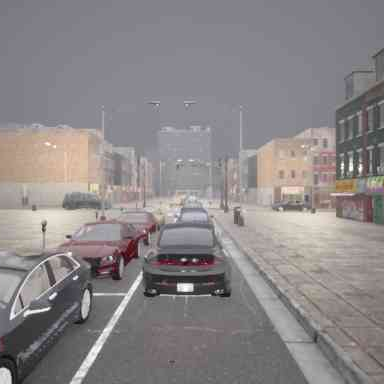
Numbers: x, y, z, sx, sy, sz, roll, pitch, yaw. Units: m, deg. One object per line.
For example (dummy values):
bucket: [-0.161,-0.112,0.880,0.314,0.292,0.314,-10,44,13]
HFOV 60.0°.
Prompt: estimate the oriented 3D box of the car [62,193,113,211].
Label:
car: [-11.930,1.183,38.046,5.566,2.045,2.150,0,0,0]

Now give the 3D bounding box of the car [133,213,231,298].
car: [-0.069,1.508,8.536,1.837,1.490,4.892,0,0,1]

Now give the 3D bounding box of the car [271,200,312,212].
car: [12.244,1.710,41.099,4.892,1.490,1.837,1,0,0]

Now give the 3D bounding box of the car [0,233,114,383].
car: [-2.628,1.552,4.451,2.008,1.369,4.403,0,0,0]

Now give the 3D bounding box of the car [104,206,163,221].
car: [-2.618,1.554,15.440,1.887,1.381,4.507,0,0,0]

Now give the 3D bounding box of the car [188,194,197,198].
car: [0.082,1.403,83.002,2.150,2.045,5.566,0,0,0]

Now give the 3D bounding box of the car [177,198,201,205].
car: [0.049,1.502,26.311,1.882,1.535,5.008,0,0,0]

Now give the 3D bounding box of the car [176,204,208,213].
car: [0.108,1.536,16.043,1.812,1.442,4.674,0,0,0]

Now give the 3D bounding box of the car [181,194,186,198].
car: [-2.576,1.414,58.335,2.192,1.841,5.009,0,0,0]

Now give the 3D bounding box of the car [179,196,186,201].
car: [-2.546,1.762,90.999,1.887,1.381,4.507,0,0,0]

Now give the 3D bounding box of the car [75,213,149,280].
car: [-2.623,1.549,9.945,1.887,1.381,4.507,0,0,0]

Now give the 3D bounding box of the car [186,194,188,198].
car: [-2.556,1.699,79.940,1.752,1.417,4.829,0,0,0]

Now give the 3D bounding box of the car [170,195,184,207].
car: [-2.583,1.609,52.721,1.752,1.417,4.829,0,0,0]
